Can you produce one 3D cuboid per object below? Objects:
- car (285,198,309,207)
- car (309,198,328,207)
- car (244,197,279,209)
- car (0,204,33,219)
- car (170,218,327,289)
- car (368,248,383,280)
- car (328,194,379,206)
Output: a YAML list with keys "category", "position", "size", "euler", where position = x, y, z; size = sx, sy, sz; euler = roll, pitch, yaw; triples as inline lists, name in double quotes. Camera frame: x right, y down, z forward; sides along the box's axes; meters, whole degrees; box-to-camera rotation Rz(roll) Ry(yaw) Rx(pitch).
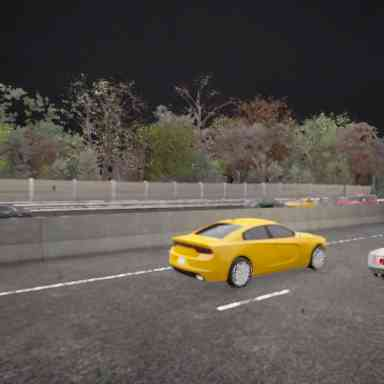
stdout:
- category: "car"
  position: [13.043, 1.514, 39.081]
  size: [5.008, 1.535, 1.882]
  euler: [0, 0, -35]
- category: "car"
  position: [15.354, 1.389, 36.431]
  size: [4.553, 1.767, 2.097]
  euler: [0, 0, -35]
- category: "car"
  position: [8.350, 1.384, 40.034]
  size: [4.553, 1.767, 2.097]
  euler: [0, 0, -35]
- category: "car"
  position: [-12.670, 1.506, 20.748]
  size: [4.892, 1.490, 1.837]
  euler: [0, 0, -35]
- category: "car"
  position: [1.767, 1.482, 9.306]
  size: [5.008, 1.535, 1.882]
  euler: [0, 0, -36]
- category: "car"
  position: [6.502, 1.608, 8.381]
  size: [4.718, 1.301, 1.895]
  euler: [0, 0, -36]
- category: "car"
  position: [16.288, 1.258, 32.804]
  size: [5.566, 2.045, 2.150]
  euler: [0, 0, -35]
